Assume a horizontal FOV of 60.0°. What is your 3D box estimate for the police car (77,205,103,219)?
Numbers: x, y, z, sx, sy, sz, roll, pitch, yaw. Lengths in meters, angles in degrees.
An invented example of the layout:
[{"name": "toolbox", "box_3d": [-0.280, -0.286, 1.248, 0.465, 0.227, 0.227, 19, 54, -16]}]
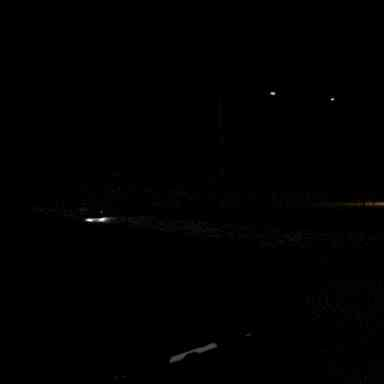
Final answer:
[{"name": "police car", "box_3d": [-12.836, 2.468, 41.804, 2.038, 1.542, 4.974, -2, 0, -35]}]
